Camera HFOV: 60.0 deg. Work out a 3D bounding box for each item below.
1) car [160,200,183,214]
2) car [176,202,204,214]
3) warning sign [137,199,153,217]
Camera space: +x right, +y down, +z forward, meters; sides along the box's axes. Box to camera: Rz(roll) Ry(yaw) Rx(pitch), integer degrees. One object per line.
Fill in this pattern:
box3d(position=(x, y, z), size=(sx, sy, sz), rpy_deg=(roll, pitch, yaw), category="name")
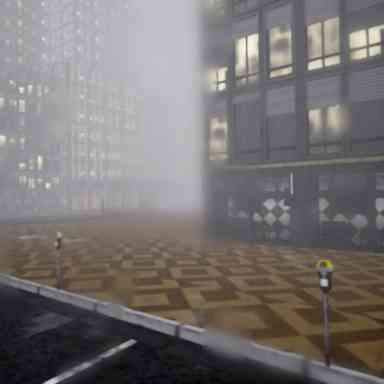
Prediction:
box3d(position=(-2.456, 2.151, 49.832), size=(2.150, 2.045, 5.566), rpy_deg=(-1, -2, 36), category="car")
box3d(position=(0.214, 2.474, 47.964), size=(1.895, 1.301, 4.718), rpy_deg=(-1, -2, 36), category="car")
box3d(position=(-5.102, 1.725, 35.870), size=(1.300, 1.860, 1.060), rpy_deg=(0, 0, 36), category="warning sign")
